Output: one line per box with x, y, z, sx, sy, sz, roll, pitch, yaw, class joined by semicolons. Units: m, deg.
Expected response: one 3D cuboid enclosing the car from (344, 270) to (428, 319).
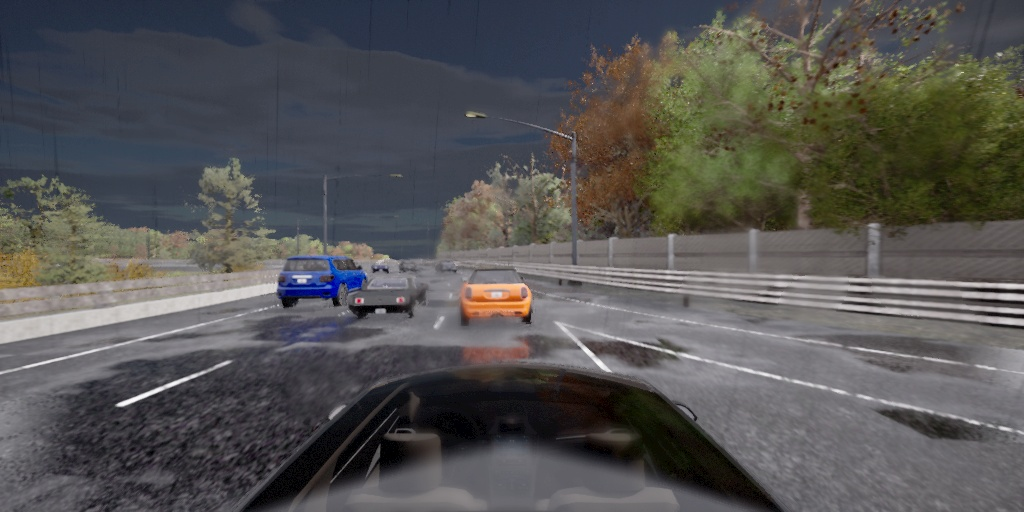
-4.185;1.371;12.984;1.895;1.301;4.718;0;0;-6;car

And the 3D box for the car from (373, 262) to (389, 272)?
-16.762;1.431;45.409;1.895;1.301;4.718;0;0;-24;car

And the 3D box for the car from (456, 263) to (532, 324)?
-0.633;1.109;12.171;2.097;1.767;4.553;0;0;-6;car

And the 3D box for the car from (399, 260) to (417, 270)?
-13.669;1.311;46.957;2.128;1.511;4.902;0;0;-24;car

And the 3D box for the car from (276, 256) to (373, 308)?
-8.052;1.007;15.758;2.150;2.045;5.566;0;0;-8;car

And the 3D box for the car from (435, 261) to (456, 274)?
-7.822;1.343;42.223;2.033;1.411;5.357;0;0;-21;car
